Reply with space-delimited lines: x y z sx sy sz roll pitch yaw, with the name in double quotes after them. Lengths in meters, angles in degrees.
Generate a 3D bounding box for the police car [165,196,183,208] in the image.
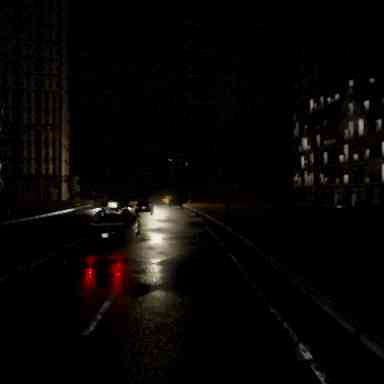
-2.463 1.475 49.356 1.930 1.638 5.238 0 0 -8 "police car"

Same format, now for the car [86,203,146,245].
-3.581 1.507 15.673 2.128 1.511 4.902 0 0 -2 "car"

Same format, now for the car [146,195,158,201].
-9.342 1.488 82.060 2.033 1.411 5.357 0 0 -13 "car"

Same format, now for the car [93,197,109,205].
-13.355 1.550 48.989 2.128 1.511 4.902 0 0 -8 "car"

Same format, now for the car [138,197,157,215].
-4.945 1.583 34.884 2.033 1.411 5.357 0 0 -6 "car"

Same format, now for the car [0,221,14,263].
-6.784 1.365 8.899 2.097 1.767 4.553 0 0 -2 "car"

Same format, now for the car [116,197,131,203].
-10.150 1.560 49.547 1.837 1.490 4.892 0 0 -8 "car"

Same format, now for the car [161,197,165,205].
-3.986 1.519 59.482 1.801 1.575 5.366 0 0 -9 "car"
